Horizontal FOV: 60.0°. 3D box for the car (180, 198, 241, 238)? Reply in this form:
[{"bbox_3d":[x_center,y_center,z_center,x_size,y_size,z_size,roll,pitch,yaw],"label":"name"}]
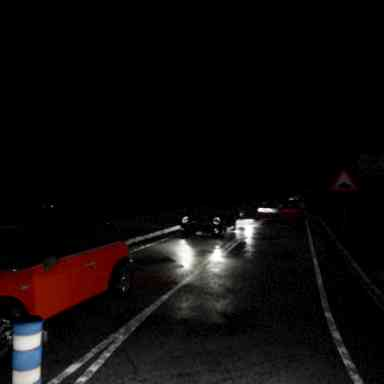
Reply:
[{"bbox_3d":[0.993,1.338,17.657,2.097,1.767,4.553,1,0,18],"label":"car"}]

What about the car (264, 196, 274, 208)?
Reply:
[{"bbox_3d":[10.179,1.354,45.825,2.128,1.511,4.902,1,0,18],"label":"car"}]

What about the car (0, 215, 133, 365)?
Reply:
[{"bbox_3d":[-2.938,1.340,5.845,2.097,1.767,4.553,1,0,20],"label":"car"}]

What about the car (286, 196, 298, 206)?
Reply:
[{"bbox_3d":[16.048,1.385,53.261,1.812,1.442,4.674,1,0,18],"label":"car"}]

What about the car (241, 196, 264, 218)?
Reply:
[{"bbox_3d":[4.730,1.284,29.217,2.128,1.511,4.902,1,6,18],"label":"car"}]

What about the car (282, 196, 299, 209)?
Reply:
[{"bbox_3d":[12.820,1.387,43.352,2.128,1.511,4.902,1,0,18],"label":"car"}]
